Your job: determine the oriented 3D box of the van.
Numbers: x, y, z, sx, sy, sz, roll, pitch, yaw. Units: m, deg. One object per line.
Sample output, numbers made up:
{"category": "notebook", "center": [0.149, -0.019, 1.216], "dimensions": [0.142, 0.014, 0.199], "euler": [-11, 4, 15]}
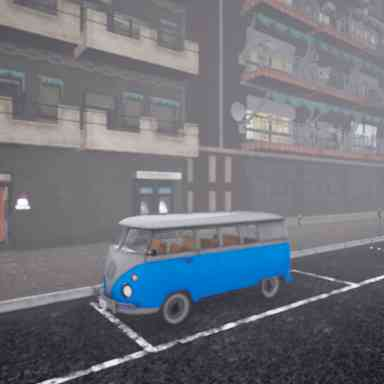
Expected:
{"category": "van", "center": [0.242, 1.321, 6.722], "dimensions": [3.998, 1.788, 1.690], "euler": [0, 0, -35]}
